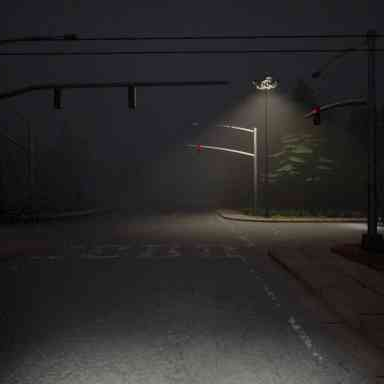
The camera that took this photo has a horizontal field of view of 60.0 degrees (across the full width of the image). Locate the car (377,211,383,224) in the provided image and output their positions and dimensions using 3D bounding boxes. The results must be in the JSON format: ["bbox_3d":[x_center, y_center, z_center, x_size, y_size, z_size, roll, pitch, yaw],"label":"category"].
[{"bbox_3d":[14.895,1.513,22.079,4.892,1.490,1.837,0,0,1],"label":"car"}]
